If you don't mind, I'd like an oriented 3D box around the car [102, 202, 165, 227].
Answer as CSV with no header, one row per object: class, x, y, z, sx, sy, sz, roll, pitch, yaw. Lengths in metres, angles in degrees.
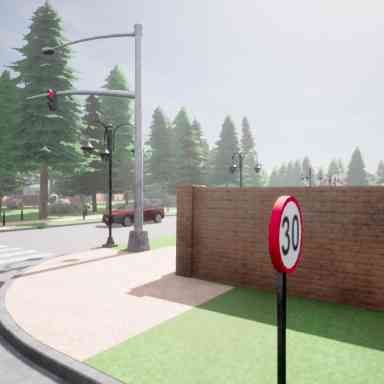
car,-3.973,1.464,23.129,1.882,1.535,5.008,0,0,35
